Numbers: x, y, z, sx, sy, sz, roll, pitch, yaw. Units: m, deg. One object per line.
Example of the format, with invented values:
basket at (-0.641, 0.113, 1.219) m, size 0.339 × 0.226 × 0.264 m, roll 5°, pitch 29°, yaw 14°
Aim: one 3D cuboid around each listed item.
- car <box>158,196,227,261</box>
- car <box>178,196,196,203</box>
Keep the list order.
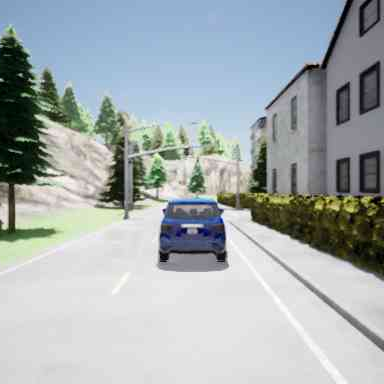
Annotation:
car at (0.036, 1.219, 12.334) m, size 2.150 × 2.045 × 5.566 m, roll 0°, pitch 0°, yaw 1°
car at (-0.961, 1.516, 69.737) m, size 2.033 × 1.411 × 5.357 m, roll 0°, pitch 0°, yaw 21°
